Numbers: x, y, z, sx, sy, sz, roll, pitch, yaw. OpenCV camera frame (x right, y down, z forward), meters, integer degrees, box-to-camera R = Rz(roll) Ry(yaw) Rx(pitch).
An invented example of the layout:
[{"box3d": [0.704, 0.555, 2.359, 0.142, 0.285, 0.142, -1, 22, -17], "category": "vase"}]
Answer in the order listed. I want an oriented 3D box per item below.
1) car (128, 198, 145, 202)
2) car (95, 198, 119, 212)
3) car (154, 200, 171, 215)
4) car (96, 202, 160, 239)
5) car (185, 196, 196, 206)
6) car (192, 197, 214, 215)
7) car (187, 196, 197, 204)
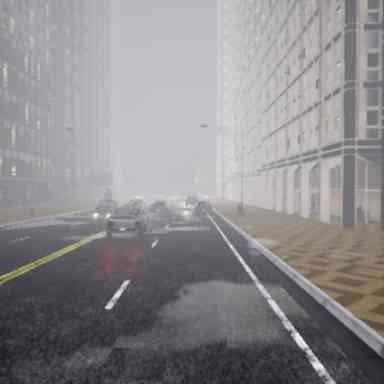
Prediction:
[{"box3d": [-6.579, 1.493, 38.961, 2.128, 1.511, 4.902, 0, 0, 0], "category": "car"}, {"box3d": [-9.830, 1.480, 38.782, 1.882, 1.535, 5.008, 0, 0, 0], "category": "car"}, {"box3d": [-3.147, 1.529, 33.260, 1.812, 1.442, 4.674, 0, 0, 0], "category": "car"}, {"box3d": [-3.150, 1.495, 17.519, 2.128, 1.511, 4.902, 0, 0, 0], "category": "car"}, {"box3d": [0.003, 1.349, 53.068, 2.097, 1.767, 4.553, 0, 0, 0], "category": "car"}, {"box3d": [1.137, 1.530, 33.822, 1.812, 1.442, 4.674, 0, 0, 0], "category": "car"}, {"box3d": [-0.001, 1.545, 64.890, 2.033, 1.411, 5.357, 0, 0, 0], "category": "car"}]
